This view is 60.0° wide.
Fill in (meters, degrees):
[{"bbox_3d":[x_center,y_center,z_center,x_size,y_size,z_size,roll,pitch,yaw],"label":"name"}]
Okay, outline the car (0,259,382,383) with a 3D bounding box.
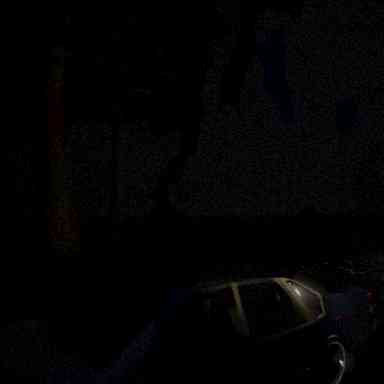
[{"bbox_3d":[-0.065,1.550,3.645,5.357,1.411,2.033,0,0,-34],"label":"car"}]
